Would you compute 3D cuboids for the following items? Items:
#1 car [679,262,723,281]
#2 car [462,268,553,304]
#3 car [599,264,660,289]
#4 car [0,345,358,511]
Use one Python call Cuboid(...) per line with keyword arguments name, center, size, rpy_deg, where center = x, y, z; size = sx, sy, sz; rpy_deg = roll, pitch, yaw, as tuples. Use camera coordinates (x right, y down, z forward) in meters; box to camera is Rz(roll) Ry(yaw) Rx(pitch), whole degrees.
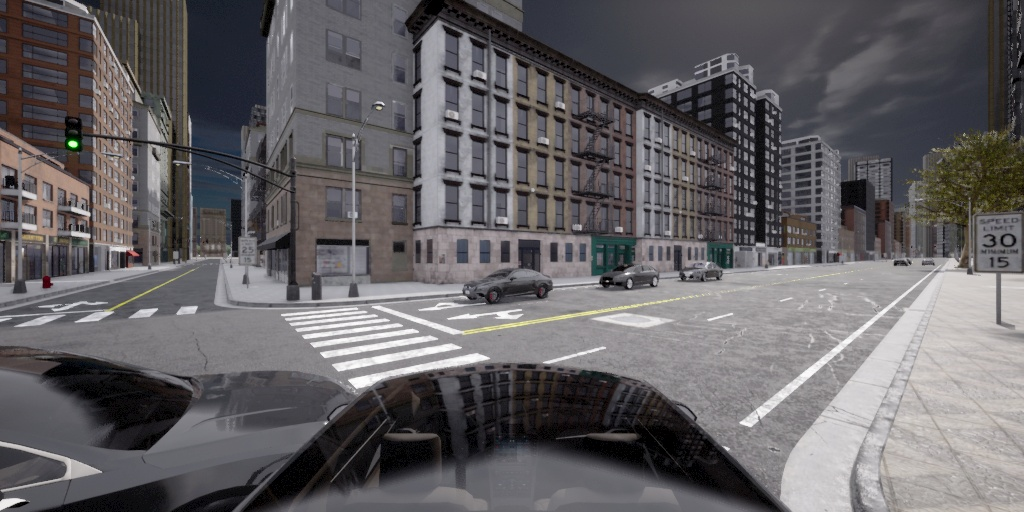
Cuboid(name="car", center=(15.576, 1.235, 29.462), size=(4.902, 1.511, 2.128), rpy_deg=(0, 0, -39))
Cuboid(name="car", center=(-0.087, 1.286, 16.720), size=(4.674, 1.442, 1.812), rpy_deg=(0, 0, -39))
Cuboid(name="car", center=(7.586, 1.258, 22.968), size=(4.892, 1.490, 1.837), rpy_deg=(0, 0, -39))
Cuboid(name="car", center=(-3.227, 1.257, 1.739), size=(4.892, 1.490, 1.837), rpy_deg=(0, 0, -35))
